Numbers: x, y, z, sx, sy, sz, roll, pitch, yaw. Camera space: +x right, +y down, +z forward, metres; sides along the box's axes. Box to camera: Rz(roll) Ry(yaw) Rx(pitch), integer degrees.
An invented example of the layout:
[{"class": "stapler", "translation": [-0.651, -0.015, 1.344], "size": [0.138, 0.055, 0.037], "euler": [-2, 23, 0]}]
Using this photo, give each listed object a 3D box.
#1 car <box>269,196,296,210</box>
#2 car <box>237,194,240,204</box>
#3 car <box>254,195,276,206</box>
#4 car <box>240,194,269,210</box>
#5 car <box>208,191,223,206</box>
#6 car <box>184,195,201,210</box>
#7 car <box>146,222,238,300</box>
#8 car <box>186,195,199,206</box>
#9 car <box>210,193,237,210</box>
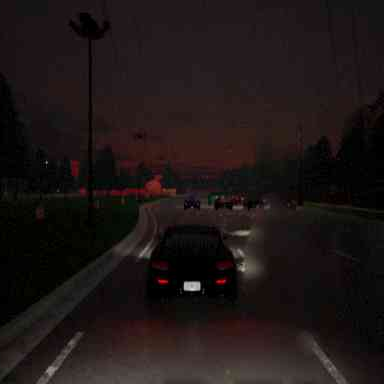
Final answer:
[{"class": "car", "translation": [10.519, 1.308, 38.344], "size": [1.994, 1.385, 4.181], "euler": [0, 0, 0]}, {"class": "car", "translation": [7.023, 1.029, 48.314], "size": [2.097, 1.767, 4.553], "euler": [0, 0, 0]}, {"class": "car", "translation": [10.524, 1.225, 48.344], "size": [2.033, 1.411, 5.357], "euler": [0, 0, 0]}, {"class": "car", "translation": [7.018, 1.251, 37.928], "size": [1.837, 1.490, 4.892], "euler": [0, 0, 0]}, {"class": "car", "translation": [3.524, 0.898, 48.374], "size": [2.150, 2.045, 5.566], "euler": [0, 0, 0]}, {"class": "car", "translation": [0.019, 1.344, 38.379], "size": [1.895, 1.301, 4.718], "euler": [0, 0, 0]}, {"class": "car", "translation": [0.004, 1.470, 8.138], "size": [1.812, 1.442, 4.674], "euler": [0, 0, 0]}, {"class": "car", "translation": [0.024, 1.203, 48.390], "size": [1.812, 1.442, 4.674], "euler": [0, 0, 0]}, {"class": "car", "translation": [3.518, 1.238, 37.930], "size": [2.128, 1.511, 4.902], "euler": [0, 0, 0]}]
